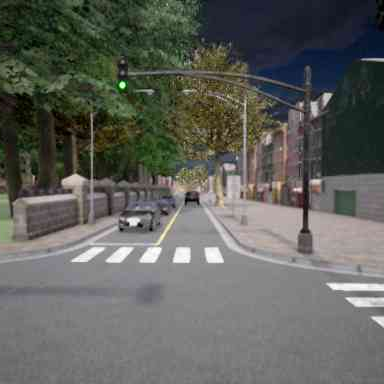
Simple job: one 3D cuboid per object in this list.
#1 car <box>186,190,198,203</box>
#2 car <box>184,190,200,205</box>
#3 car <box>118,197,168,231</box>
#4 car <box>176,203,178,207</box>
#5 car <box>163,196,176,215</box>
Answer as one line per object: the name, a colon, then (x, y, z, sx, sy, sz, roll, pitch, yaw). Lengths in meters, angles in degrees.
car: (0.010, 0.719, 58.563, 2.150, 2.045, 5.566, 0, 0, 0)
car: (0.009, 0.793, 48.143, 2.150, 2.045, 5.566, 0, 0, 0)
car: (-2.826, 1.292, 18.865, 2.128, 1.511, 4.902, 0, 1, 1)
car: (-2.830, 1.155, 39.298, 1.812, 1.442, 4.674, 0, 1, 0)
car: (-2.841, 1.258, 29.194, 2.033, 1.411, 5.357, 0, 0, 0)
